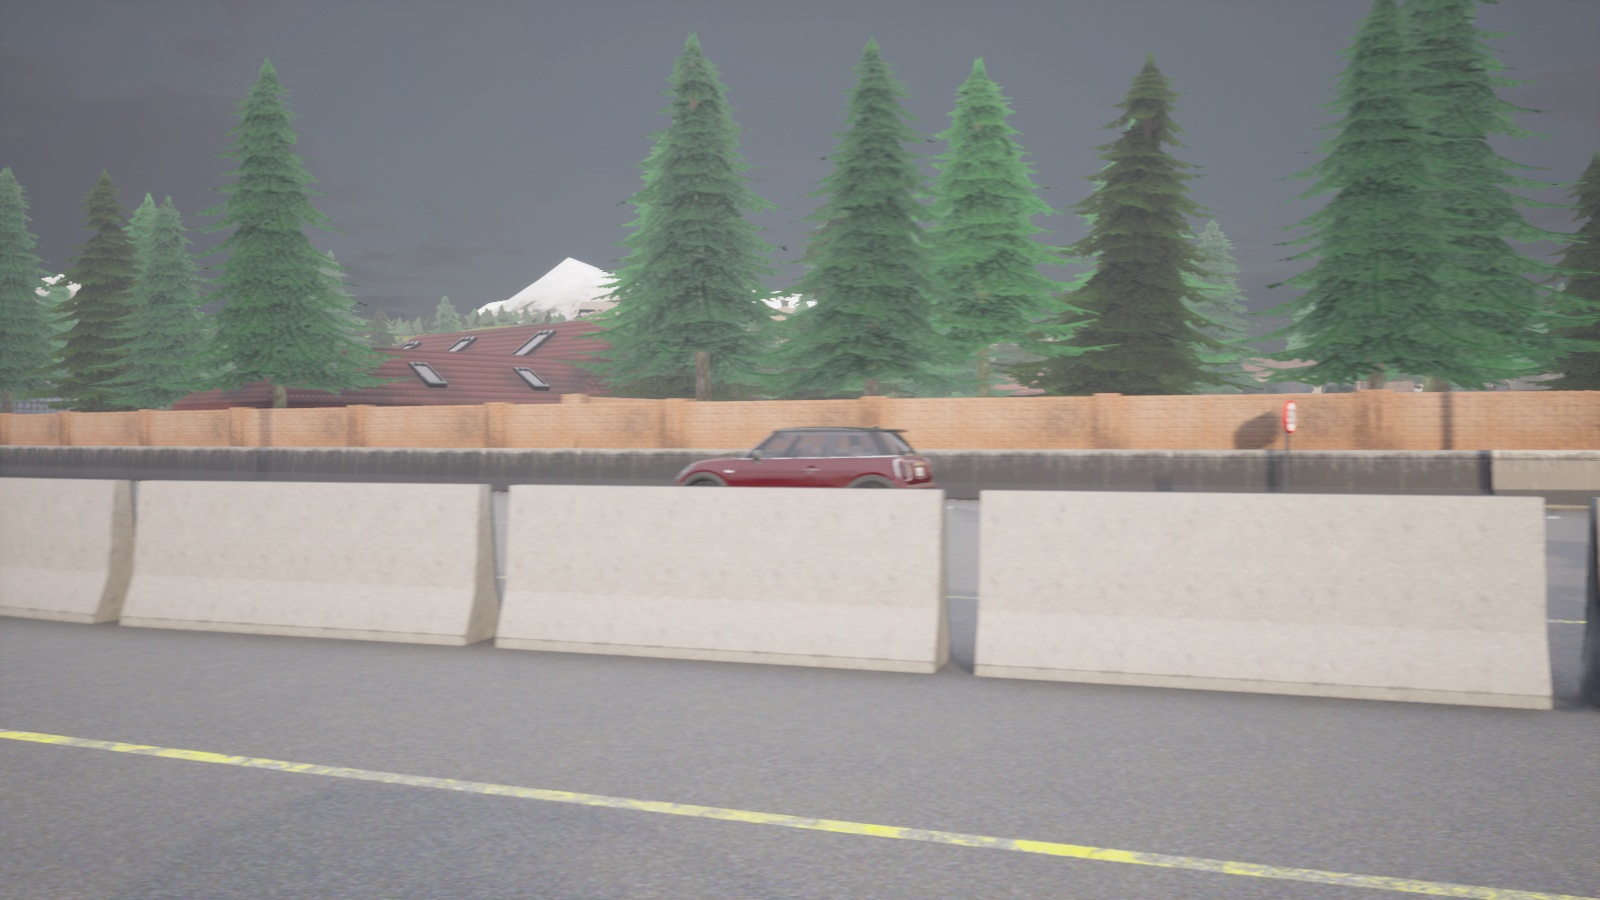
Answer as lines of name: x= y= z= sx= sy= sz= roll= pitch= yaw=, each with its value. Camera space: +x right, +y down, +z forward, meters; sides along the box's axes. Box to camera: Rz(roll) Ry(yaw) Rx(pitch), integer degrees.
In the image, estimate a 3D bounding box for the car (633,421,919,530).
car: x=-0.405 y=0.381 z=22.051 sx=4.553 sy=1.767 sz=2.097 roll=1 pitch=1 yaw=21
